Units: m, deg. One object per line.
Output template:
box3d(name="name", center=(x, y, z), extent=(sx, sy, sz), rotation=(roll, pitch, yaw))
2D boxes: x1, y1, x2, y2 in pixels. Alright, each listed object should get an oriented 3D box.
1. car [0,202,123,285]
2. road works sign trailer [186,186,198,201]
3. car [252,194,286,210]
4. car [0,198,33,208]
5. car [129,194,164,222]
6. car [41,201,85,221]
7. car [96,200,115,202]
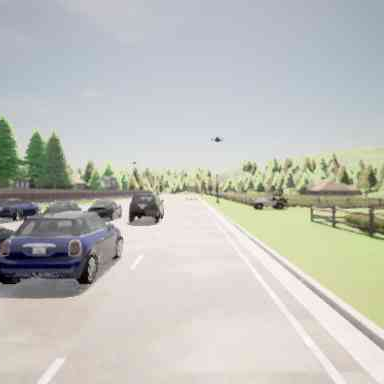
box3d(name="car", center=(-3.424, 1.329, 9.599), extent=(2.097, 1.767, 4.553), rotation=(0, 0, 0))
box3d(name="road works sign trailer", center=(-0.005, 0.273, 79.295), extent=(2.380, 3.560, 2.880), rotation=(0, 0, 0))
box3d(name="car", center=(8.919, 1.121, 38.502), extent=(3.866, 1.878, 1.905), rotation=(0, 0, 0))
box3d(name="car", center=(-13.919, 1.288, 26.363), extent=(2.097, 1.767, 4.553), rotation=(0, 0, 0))
box3d(name="car", center=(-3.417, 1.158, 25.646), extent=(2.150, 2.045, 5.566), rotation=(0, 0, 0))
box3d(name="car", center=(-10.416, 1.498, 27.243), extent=(1.994, 1.385, 4.181), rotation=(0, 0, 0))
box3d(name="car", center=(-6.916, 1.439, 26.906), extent=(1.837, 1.490, 4.892), rotation=(0, 0, 0))
